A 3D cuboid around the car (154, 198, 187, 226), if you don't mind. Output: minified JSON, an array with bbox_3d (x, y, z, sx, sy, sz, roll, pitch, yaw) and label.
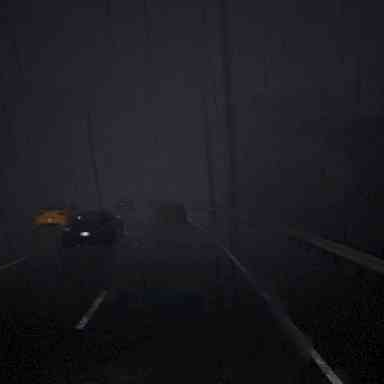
[{"bbox_3d":[-1.446,1.404,22.566,1.882,1.535,5.008,0,0,-6],"label":"car"}]

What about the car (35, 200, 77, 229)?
[{"bbox_3d":[-8.321,1.417,21.253,1.882,1.535,5.008,0,0,-6],"label":"car"}]

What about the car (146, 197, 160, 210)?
[{"bbox_3d":[-4.616,1.347,40.997,1.882,1.535,5.008,0,0,-12],"label":"car"}]

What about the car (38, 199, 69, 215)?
[{"bbox_3d":[-13.728,1.471,33.213,1.994,1.385,4.181,0,0,-11],"label":"car"}]

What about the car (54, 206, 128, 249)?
[{"bbox_3d":[-4.127,1.521,14.332,1.994,1.385,4.181,0,0,-5],"label":"car"}]

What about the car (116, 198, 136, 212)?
[{"bbox_3d":[-7.131,1.381,35.968,2.128,1.511,4.902,0,0,-11],"label":"car"}]

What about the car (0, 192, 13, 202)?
[{"bbox_3d":[-29.510,1.085,52.468,2.150,2.045,5.566,0,0,-17],"label":"car"}]
